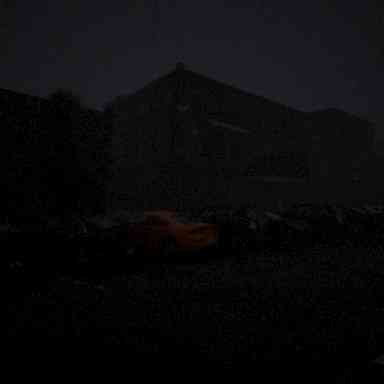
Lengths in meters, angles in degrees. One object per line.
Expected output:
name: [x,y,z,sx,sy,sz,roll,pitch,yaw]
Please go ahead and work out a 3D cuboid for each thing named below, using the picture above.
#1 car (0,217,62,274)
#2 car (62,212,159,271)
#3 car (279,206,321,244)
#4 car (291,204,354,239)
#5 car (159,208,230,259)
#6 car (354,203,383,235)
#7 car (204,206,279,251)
car: [-6.137,1.476,9.198,4.892,1.521,2.231,-1,-1,34]
car: [-3.755,1.484,10.908,4.892,1.521,2.231,-1,-1,34]
car: [3.400,1.557,16.052,4.674,1.452,2.002,-1,-1,34]
car: [5.806,1.412,17.730,4.553,1.767,2.185,-1,-1,35]
car: [-1.370,1.491,12.623,5.008,1.535,2.097,-1,-1,34]
car: [8.179,1.563,19.449,5.008,1.535,2.097,-1,-1,35]
car: [1.034,1.377,14.319,4.553,1.767,2.185,-1,-1,34]
